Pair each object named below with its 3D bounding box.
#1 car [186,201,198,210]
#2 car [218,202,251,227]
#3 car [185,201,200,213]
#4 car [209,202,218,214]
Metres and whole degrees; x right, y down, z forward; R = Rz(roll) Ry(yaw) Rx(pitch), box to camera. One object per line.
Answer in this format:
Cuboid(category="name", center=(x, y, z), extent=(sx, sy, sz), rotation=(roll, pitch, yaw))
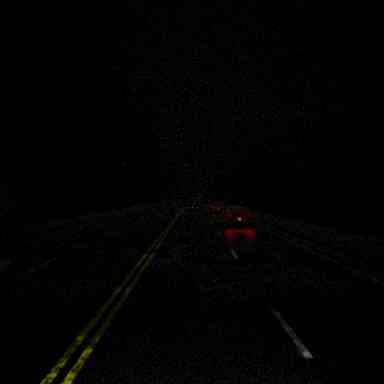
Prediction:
Cuboid(category="car", center=(-0.017, 2.290, 57.412), extent=(2.033, 1.411, 5.357), rotation=(0, -1, 0))
Cuboid(category="car", center=(3.334, 1.775, 25.745), extent=(1.882, 1.535, 5.008), rotation=(0, -1, 0))
Cuboid(category="car", center=(0.085, 2.110, 45.594), extent=(2.033, 1.411, 5.357), rotation=(0, -1, 0))
Cuboid(category="car", center=(3.301, 2.006, 43.179), extent=(1.882, 1.535, 5.008), rotation=(0, -1, 0))
